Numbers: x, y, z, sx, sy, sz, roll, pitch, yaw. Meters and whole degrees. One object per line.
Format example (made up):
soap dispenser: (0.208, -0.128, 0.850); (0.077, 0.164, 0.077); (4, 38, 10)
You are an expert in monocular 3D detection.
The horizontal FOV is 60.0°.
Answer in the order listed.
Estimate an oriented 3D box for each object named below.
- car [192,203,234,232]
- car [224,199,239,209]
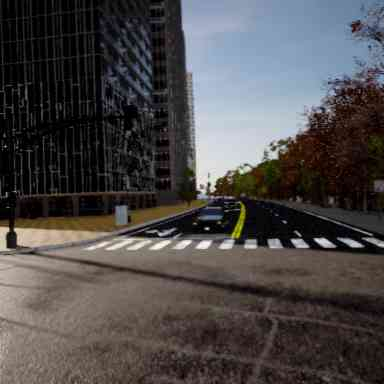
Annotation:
car: (1.310, 1.700, 21.471); (2.033, 1.411, 5.357); (-2, -1, 10)
car: (5.944, 1.765, 49.542); (1.837, 1.490, 4.892); (-2, 0, 8)
